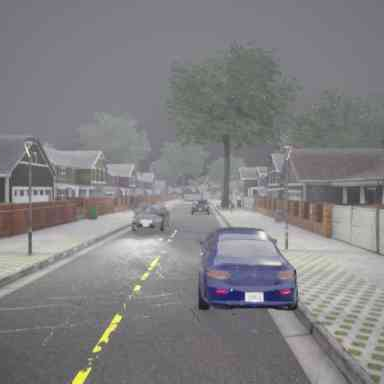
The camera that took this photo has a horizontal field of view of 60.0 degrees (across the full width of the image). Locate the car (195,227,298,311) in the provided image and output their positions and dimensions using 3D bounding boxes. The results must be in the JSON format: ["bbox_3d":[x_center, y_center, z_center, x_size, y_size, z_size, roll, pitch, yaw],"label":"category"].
[{"bbox_3d":[1.059,1.524,7.646,1.812,1.442,4.674,0,0,1],"label":"car"}]

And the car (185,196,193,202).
[{"bbox_3d":[-0.486,1.620,78.111,2.128,1.511,4.902,0,0,2],"label":"car"}]

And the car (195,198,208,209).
[{"bbox_3d":[1.329,1.558,46.475,1.812,1.442,4.674,0,0,2],"label":"car"}]

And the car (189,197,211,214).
[{"bbox_3d":[0.946,1.540,35.265,1.812,1.442,4.674,0,0,3],"label":"car"}]

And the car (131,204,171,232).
[{"bbox_3d":[-2.376,1.491,20.120,2.128,1.511,4.902,0,0,2],"label":"car"}]
